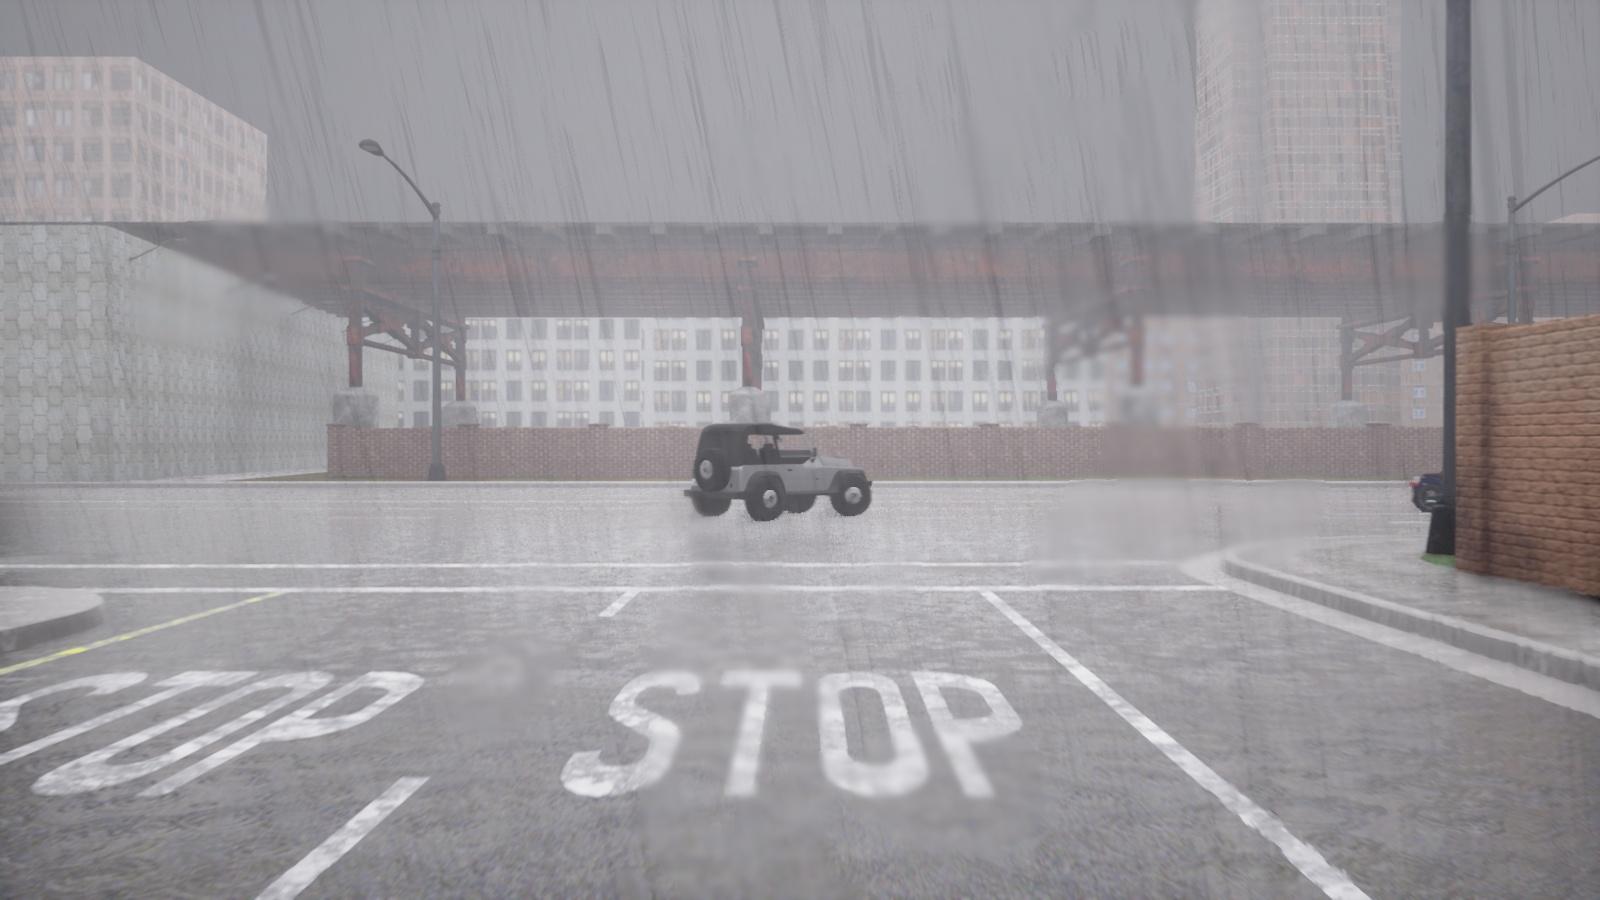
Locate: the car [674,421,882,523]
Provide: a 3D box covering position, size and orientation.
[{"bbox_3d":[-0.388,0.401,25.110,3.866,1.878,1.905,0,0,-42],"label":"car"}]

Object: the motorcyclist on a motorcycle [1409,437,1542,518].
[{"bbox_3d":[14.098,0.558,26.243,2.350,1.649,0.766,0,0,1],"label":"motorcyclist on a motorcycle"}]
